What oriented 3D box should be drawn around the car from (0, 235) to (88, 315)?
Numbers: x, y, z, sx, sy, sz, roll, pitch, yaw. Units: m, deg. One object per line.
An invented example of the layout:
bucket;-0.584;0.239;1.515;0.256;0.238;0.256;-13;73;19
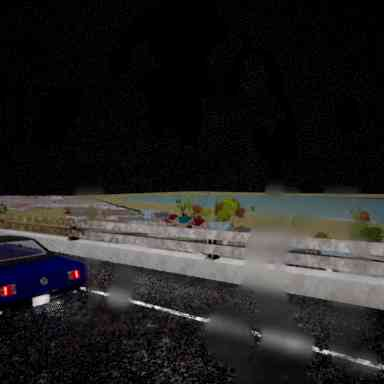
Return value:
car;-4.438;1.599;7.073;4.718;1.301;1.895;0;0;35
